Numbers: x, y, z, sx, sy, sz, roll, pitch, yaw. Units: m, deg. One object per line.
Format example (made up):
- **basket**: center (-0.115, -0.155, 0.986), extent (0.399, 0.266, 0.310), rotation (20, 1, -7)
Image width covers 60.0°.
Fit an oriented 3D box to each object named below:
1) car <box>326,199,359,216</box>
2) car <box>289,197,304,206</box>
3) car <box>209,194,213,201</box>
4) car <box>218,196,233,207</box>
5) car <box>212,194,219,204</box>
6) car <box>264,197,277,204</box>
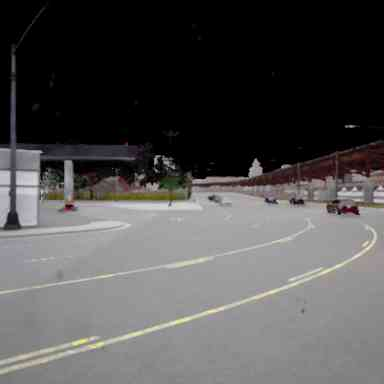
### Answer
- **car**: center (16.070, 1.544, 35.818), extent (2.097, 1.767, 4.553), rotation (0, 0, 4)
- **car**: center (20.170, 1.817, 64.289), extent (1.837, 1.490, 4.892), rotation (0, 0, 1)
- **car**: center (6.361, 1.572, 89.968), extent (2.150, 2.045, 5.566), rotation (0, 0, 1)
- **car**: center (5.941, 1.755, 57.525), extent (1.812, 1.442, 4.674), rotation (0, 0, 1)
- **car**: center (6.178, 1.644, 73.797), extent (2.097, 1.767, 4.553), rotation (0, 0, 1)
- **car**: center (16.662, 1.844, 70.683), extent (1.812, 1.442, 4.674), rotation (0, 0, 1)
